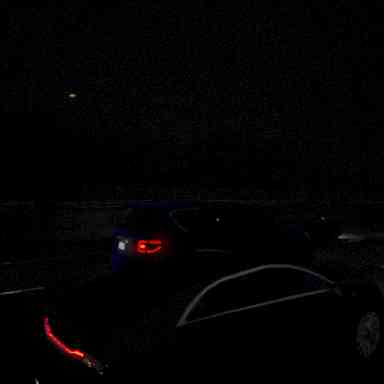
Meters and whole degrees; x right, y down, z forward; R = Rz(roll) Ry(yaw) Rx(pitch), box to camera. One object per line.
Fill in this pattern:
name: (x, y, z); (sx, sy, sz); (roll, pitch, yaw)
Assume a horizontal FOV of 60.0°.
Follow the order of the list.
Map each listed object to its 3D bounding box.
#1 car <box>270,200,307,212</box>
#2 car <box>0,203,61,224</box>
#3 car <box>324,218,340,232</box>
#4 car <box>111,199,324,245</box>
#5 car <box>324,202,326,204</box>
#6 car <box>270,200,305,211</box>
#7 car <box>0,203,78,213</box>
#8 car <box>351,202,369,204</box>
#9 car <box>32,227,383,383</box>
car: (12.549, 1.780, 43.028); (5.008, 1.535, 1.882); (1, -1, -35)
car: (-12.416, 1.574, 25.228); (4.181, 1.385, 1.994); (0, 0, -35)
car: (5.348, 1.621, 16.161); (4.181, 1.385, 1.994); (0, 0, -36)
car: (0.718, 1.236, 8.544); (5.566, 2.045, 2.150); (0, 0, -35)
car: (11.997, 1.571, 34.040); (4.553, 1.767, 2.097); (1, -1, -35)
car: (13.944, 1.920, 48.319); (5.357, 1.411, 2.033); (1, -1, -35)
car: (-10.189, 1.515, 22.518); (4.892, 1.490, 1.837); (0, 0, -35)
car: (23.315, 2.046, 46.397); (5.357, 1.411, 2.033); (1, -1, -35)
car: (0.636, 1.499, 4.322); (4.902, 1.511, 2.128); (0, 0, -35)
